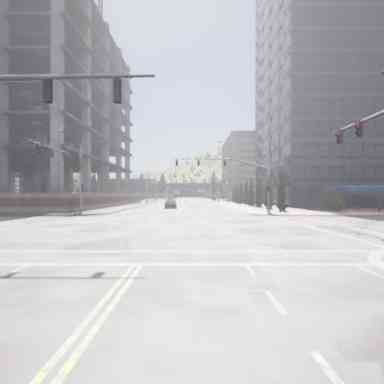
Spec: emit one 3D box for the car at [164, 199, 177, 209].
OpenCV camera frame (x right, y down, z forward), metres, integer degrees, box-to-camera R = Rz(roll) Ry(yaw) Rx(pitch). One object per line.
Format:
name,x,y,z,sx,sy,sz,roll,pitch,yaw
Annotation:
car,-3.509,1.958,54.973,1.882,1.535,5.008,0,-1,0
